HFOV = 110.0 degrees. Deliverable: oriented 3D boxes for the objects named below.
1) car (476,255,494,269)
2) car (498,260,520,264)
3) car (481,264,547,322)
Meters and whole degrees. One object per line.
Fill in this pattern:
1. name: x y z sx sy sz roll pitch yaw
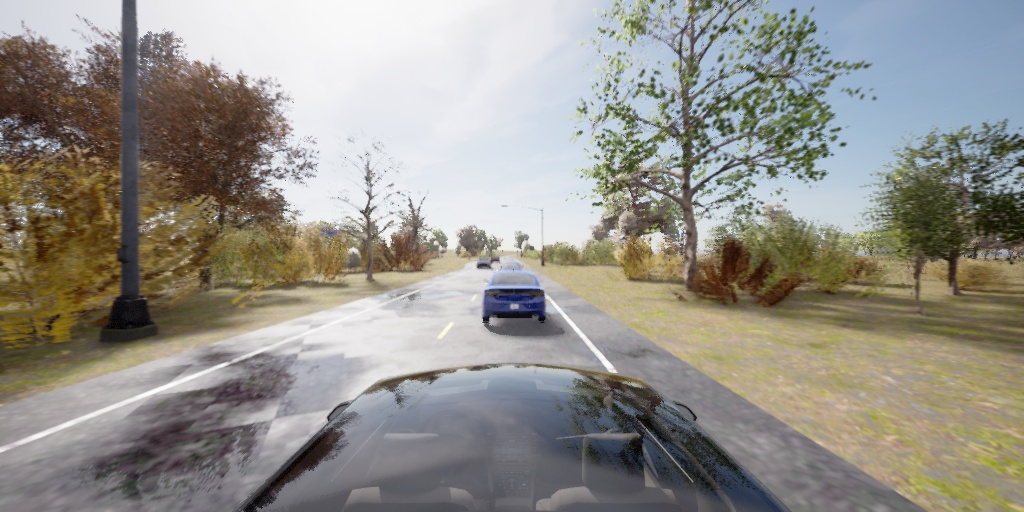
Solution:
1. car: -4.021 0.953 51.608 2.097 1.767 4.553 0 0 -3
2. car: -0.002 1.204 29.131 1.812 1.442 4.674 0 0 0
3. car: 0.035 1.201 12.147 1.882 1.535 5.008 0 0 -1
